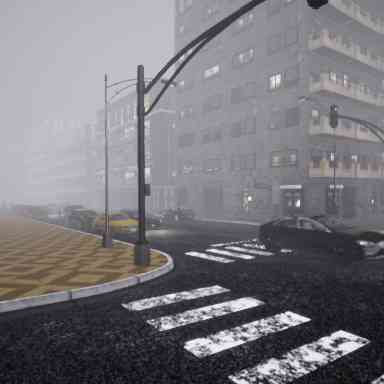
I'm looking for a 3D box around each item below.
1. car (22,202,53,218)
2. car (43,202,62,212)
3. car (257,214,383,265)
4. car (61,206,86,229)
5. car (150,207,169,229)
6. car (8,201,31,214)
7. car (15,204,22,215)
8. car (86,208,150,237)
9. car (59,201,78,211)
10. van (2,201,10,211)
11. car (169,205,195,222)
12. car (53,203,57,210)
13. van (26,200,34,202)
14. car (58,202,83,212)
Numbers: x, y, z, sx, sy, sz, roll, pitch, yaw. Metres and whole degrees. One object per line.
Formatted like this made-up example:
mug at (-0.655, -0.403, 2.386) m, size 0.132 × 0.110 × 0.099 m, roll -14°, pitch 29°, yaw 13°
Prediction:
car at (-18.247, 2.262, 39.142) m, size 1.887 × 1.381 × 4.507 m, roll -2°, pitch 0°, yaw -36°
car at (-23.805, 2.518, 56.526) m, size 1.994 × 1.385 × 4.181 m, roll -1°, pitch -1°, yaw -37°
car at (4.641, 1.607, 12.363) m, size 2.128 × 1.511 × 4.902 m, roll -1°, pitch -1°, yaw -36°
car at (-8.209, 2.002, 25.470) m, size 1.947 × 1.339 × 4.313 m, roll -2°, pitch 0°, yaw -36°
car at (-4.159, 1.907, 24.347) m, size 2.033 × 1.411 × 5.357 m, roll -1°, pitch -1°, yaw -36°
car at (-24.939, 2.449, 48.257) m, size 1.887 × 1.381 × 4.507 m, roll -2°, pitch 0°, yaw -36°
car at (-21.592, 2.392, 43.700) m, size 1.802 × 1.307 × 4.206 m, roll -2°, pitch 0°, yaw -36°
car at (-4.764, 1.865, 20.776) m, size 1.752 × 1.417 × 4.829 m, roll -2°, pitch 0°, yaw -36°
car at (-21.534, 2.366, 57.775) m, size 1.967 × 1.590 × 4.097 m, roll -2°, pitch 0°, yaw -36°
van at (-31.636, 2.433, 57.373) m, size 1.690 × 1.788 × 3.998 m, roll -2°, pitch 0°, yaw -36°
car at (-1.455, 1.915, 30.430) m, size 2.008 × 1.369 × 4.403 m, roll -2°, pitch 0°, yaw -36°
car at (-21.661, 2.464, 48.361) m, size 1.895 × 1.301 × 4.718 m, roll -1°, pitch -1°, yaw -36°
van at (-41.613, 2.831, 85.121) m, size 1.690 × 1.788 × 3.998 m, roll -2°, pitch 0°, yaw -36°
car at (-12.384, 2.095, 35.568) m, size 1.837 × 1.490 × 4.892 m, roll -1°, pitch -1°, yaw -36°
